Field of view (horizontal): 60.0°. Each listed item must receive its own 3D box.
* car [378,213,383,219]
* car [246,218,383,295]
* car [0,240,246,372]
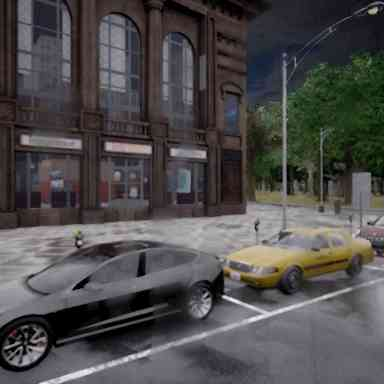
[{"bbox_3d":[7.481,1.453,11.989,4.097,1.590,1.967,0,0,-36],"label":"car"},{"bbox_3d":[2.917,1.532,8.731,4.829,1.417,1.752,0,0,-36],"label":"car"},{"bbox_3d":[-1.371,1.568,5.671,4.313,1.339,1.947,0,0,-36],"label":"car"}]
